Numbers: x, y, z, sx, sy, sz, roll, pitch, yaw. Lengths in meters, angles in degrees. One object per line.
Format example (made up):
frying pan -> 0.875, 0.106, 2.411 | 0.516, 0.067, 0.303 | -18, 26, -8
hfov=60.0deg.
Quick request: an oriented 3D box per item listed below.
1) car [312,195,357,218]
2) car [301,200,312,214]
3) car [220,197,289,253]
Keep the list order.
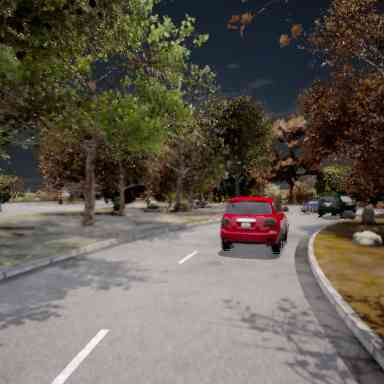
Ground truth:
car -> 13.283, 1.250, 30.338 | 2.150, 2.045, 5.566 | 0, 0, 40
car -> 13.560, 1.590, 36.376 | 1.812, 1.442, 4.674 | 0, 0, 40
car -> 2.757, 1.219, 13.950 | 2.150, 2.045, 5.566 | 0, 0, 20
